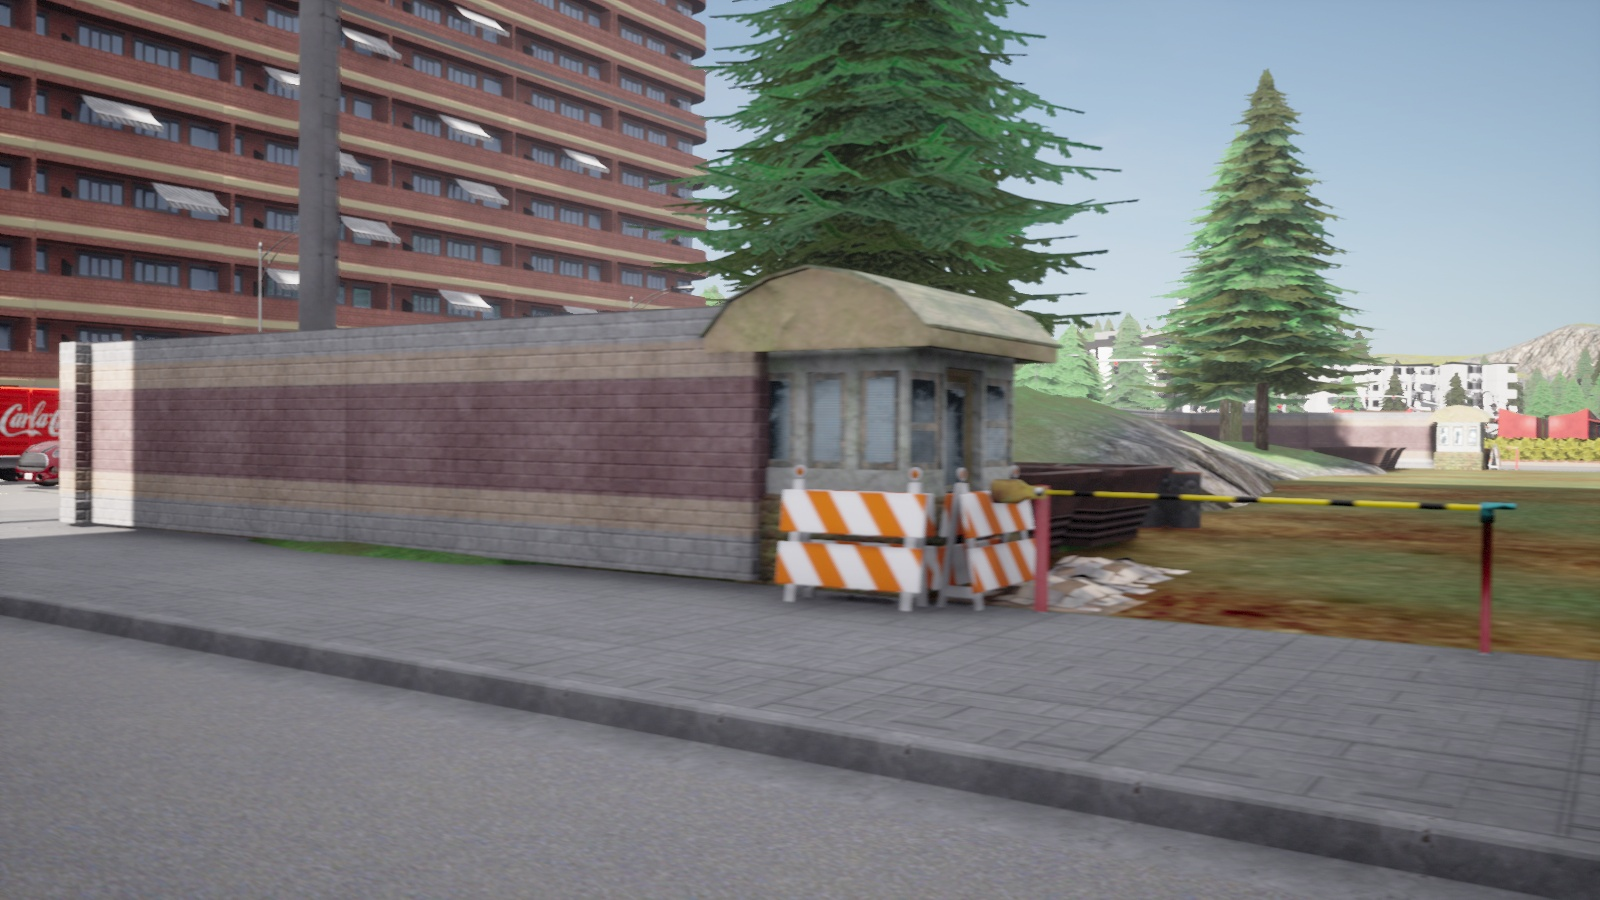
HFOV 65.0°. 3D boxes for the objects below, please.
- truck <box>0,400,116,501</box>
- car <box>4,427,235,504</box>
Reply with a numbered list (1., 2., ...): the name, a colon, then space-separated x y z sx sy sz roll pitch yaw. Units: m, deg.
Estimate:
1. truck: -20.545 0.000 31.596 2.627 2.467 5.204 0 1 33
2. car: -16.711 0.317 31.058 2.097 1.767 4.553 0 1 33
